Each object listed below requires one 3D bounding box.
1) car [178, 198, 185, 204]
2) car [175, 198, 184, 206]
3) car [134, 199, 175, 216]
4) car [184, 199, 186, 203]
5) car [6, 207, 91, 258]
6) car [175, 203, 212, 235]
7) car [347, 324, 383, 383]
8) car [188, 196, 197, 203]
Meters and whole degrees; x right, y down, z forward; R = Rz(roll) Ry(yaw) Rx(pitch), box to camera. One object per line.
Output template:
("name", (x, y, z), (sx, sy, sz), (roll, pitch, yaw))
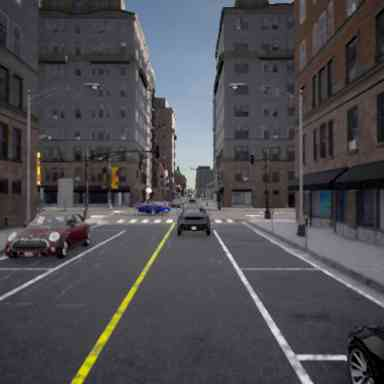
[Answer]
("car", (-2.675, 2.243, 85.099), (1.837, 1.490, 4.892), (0, -1, 0))
("car", (-2.842, 1.957, 55.631), (1.837, 1.490, 4.892), (0, 0, 1))
("car", (-4.516, 1.755, 36.987), (1.882, 1.535, 5.008), (2, -1, -44))
("car", (-2.725, 2.147, 70.347), (1.994, 1.385, 4.181), (0, -1, 0))
("car", (-5.387, 1.534, 12.955), (1.967, 1.590, 4.097), (0, 0, 0))
("car", (0.105, 1.653, 19.884), (1.837, 1.490, 4.892), (0, 0, 0))
("car", (2.637, 1.581, 2.043), (1.947, 1.339, 4.313), (0, 0, 0))
("car", (0.081, 2.248, 86.251), (1.837, 1.490, 4.892), (0, -1, 1))
